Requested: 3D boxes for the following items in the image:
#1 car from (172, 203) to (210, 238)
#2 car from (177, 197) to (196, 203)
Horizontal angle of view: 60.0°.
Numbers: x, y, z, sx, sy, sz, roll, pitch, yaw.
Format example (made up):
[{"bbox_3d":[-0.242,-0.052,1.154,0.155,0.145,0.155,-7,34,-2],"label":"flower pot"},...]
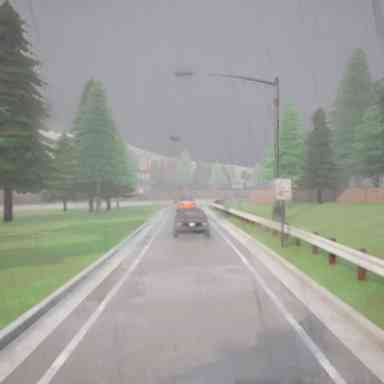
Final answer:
[{"bbox_3d":[-0.064,1.535,17.683,2.033,1.411,5.357,0,0,-2],"label":"car"},{"bbox_3d":[-0.623,1.326,38.494,2.097,1.767,4.553,0,0,-1],"label":"car"}]
